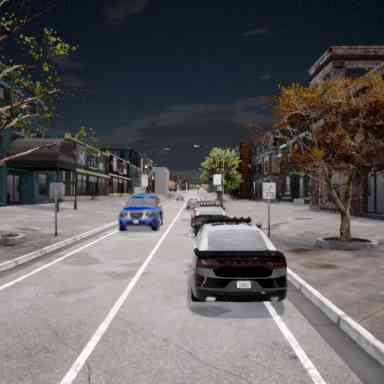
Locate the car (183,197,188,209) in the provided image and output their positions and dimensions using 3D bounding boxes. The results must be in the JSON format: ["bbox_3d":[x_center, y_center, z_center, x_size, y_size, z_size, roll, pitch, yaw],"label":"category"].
[{"bbox_3d":[0.175,1.632,45.982,2.033,1.411,5.357,0,0,0],"label":"car"}]

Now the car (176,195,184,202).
[{"bbox_3d":[-2.730,1.430,76.580,1.837,1.490,4.892,0,1,0],"label":"car"}]

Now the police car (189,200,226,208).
[{"bbox_3d":[0.964,1.463,18.481,1.930,1.638,5.238,0,0,0],"label":"police car"}]

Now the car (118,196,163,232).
[{"bbox_3d":[-3.027,1.264,20.784,2.150,2.045,5.566,0,0,0],"label":"car"}]

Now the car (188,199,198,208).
[{"bbox_3d":[0.985,1.401,24.341,2.097,1.767,4.553,0,0,0],"label":"car"}]

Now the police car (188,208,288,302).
[{"bbox_3d":[0.929,1.441,8.481,1.930,1.638,5.238,0,0,0],"label":"police car"}]
